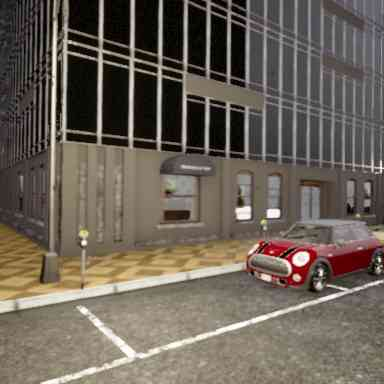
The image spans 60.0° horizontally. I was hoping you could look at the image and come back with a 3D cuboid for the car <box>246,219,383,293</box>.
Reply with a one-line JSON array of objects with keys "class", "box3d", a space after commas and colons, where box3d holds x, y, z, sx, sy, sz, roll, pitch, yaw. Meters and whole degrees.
[{"class": "car", "box3d": [3.371, 1.494, 8.954, 4.097, 1.590, 1.967, 0, 0, -35]}]
